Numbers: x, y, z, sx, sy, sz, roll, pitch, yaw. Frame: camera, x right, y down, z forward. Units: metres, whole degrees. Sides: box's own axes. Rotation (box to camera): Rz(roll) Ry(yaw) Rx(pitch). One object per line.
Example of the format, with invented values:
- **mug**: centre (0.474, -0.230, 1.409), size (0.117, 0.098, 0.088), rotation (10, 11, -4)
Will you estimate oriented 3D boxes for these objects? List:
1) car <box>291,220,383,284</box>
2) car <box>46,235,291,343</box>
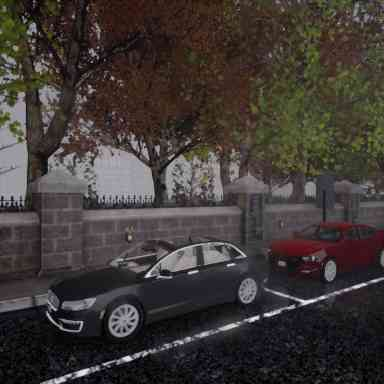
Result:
- **car**: centre (4.080, 1.545, 9.626), size (4.507, 1.381, 1.887), rotation (0, 0, -36)
- **car**: centre (-0.400, 1.551, 6.367), size (4.403, 1.369, 2.008), rotation (0, 0, -36)
